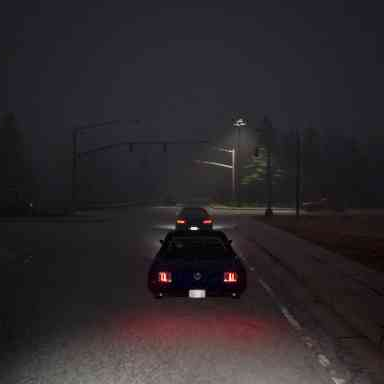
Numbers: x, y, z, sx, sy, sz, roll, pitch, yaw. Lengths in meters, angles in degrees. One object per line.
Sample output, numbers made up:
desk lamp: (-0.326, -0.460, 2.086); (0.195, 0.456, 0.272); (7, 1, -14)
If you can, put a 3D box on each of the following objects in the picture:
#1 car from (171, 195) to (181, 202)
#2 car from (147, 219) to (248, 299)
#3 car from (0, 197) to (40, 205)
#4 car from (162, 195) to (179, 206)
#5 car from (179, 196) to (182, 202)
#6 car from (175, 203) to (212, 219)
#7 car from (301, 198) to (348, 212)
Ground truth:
car: (-3.425, 1.476, 72.973); (1.812, 1.442, 4.674); (0, 0, 1)
car: (0.101, 1.596, 8.384); (1.895, 1.301, 4.718); (0, 0, 0)
car: (-18.332, 1.363, 35.076); (4.553, 1.767, 2.097); (0, 0, 1)
car: (-3.580, 1.318, 52.909); (2.097, 1.767, 4.553); (0, 0, 0)
car: (-3.539, 1.523, 62.886); (1.994, 1.385, 4.181); (0, 0, 0)
car: (0.104, 1.511, 17.439); (1.812, 1.442, 4.674); (0, 0, 0)
car: (15.162, 1.473, 38.165); (5.008, 1.535, 1.882); (0, 0, 1)
